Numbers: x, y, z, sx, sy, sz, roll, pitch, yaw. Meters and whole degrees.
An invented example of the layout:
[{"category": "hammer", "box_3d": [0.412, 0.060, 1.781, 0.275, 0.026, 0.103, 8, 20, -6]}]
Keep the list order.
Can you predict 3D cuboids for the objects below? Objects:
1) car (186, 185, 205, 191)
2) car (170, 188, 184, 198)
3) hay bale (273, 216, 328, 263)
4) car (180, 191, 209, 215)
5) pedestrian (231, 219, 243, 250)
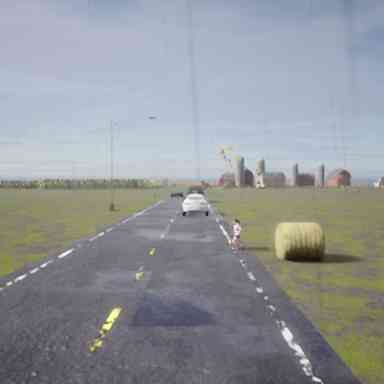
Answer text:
[{"category": "car", "box_3d": [0.429, 0.147, 42.029, 2.150, 2.045, 5.566, 0, 1, 1]}, {"category": "car", "box_3d": [-2.338, 0.131, 52.828, 1.882, 1.535, 5.008, 0, 1, 1]}, {"category": "hay bale", "box_3d": [3.213, 1.397, 9.993, 1.220, 1.180, 1.240, 1, 2, 0]}, {"category": "car", "box_3d": [0.275, 0.883, 25.067, 1.812, 1.442, 4.674, 0, 2, 1]}, {"category": "pedestrian", "box_3d": [1.549, 1.384, 11.150, 0.500, 1.100, 0.500, 0, 2, 1]}]
